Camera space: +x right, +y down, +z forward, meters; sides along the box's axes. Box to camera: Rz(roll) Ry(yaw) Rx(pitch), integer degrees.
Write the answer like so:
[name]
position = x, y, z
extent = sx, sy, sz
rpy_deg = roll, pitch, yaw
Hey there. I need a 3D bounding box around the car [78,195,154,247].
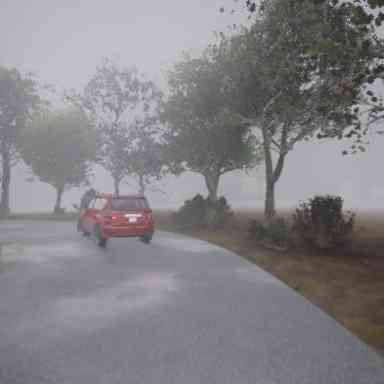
[car]
position = -3.533, 1.127, 14.934
extent = 2.150, 2.045, 5.566
rpy_deg = 1, 0, -29
